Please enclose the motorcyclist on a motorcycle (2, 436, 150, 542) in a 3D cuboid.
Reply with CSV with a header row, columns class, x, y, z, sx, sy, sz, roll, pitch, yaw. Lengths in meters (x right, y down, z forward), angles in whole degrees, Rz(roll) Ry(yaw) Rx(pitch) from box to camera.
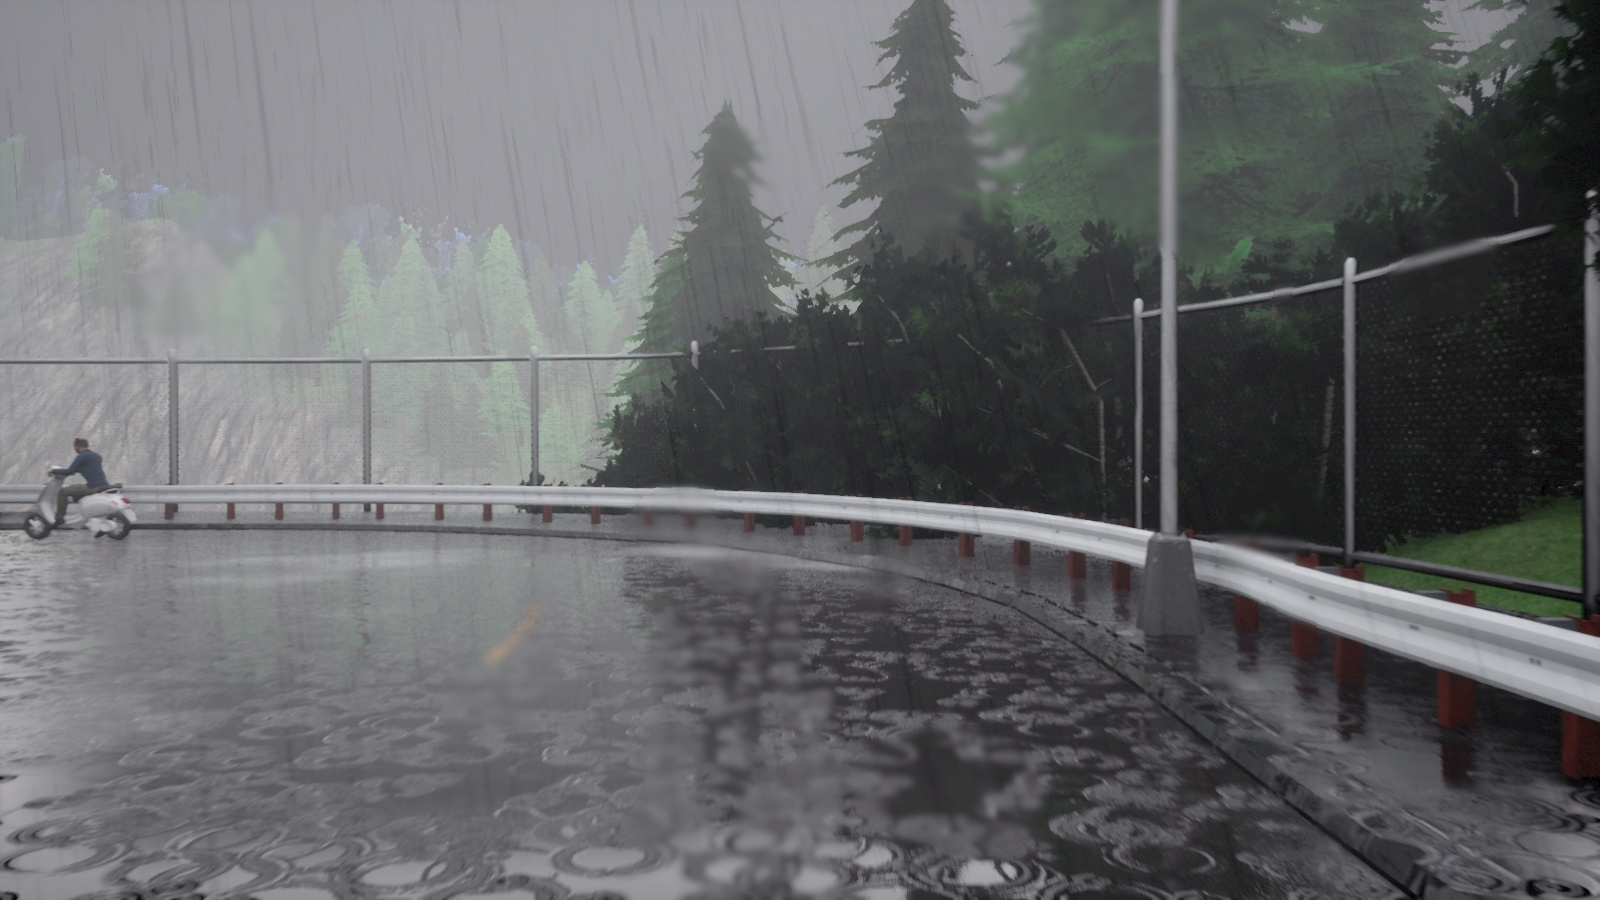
class,x,y,z,sx,sy,sz,roll,pitch,yaw
motorcyclist on a motorcycle,-11.167,0.582,19.395,1.817,1.590,0.866,0,0,6
